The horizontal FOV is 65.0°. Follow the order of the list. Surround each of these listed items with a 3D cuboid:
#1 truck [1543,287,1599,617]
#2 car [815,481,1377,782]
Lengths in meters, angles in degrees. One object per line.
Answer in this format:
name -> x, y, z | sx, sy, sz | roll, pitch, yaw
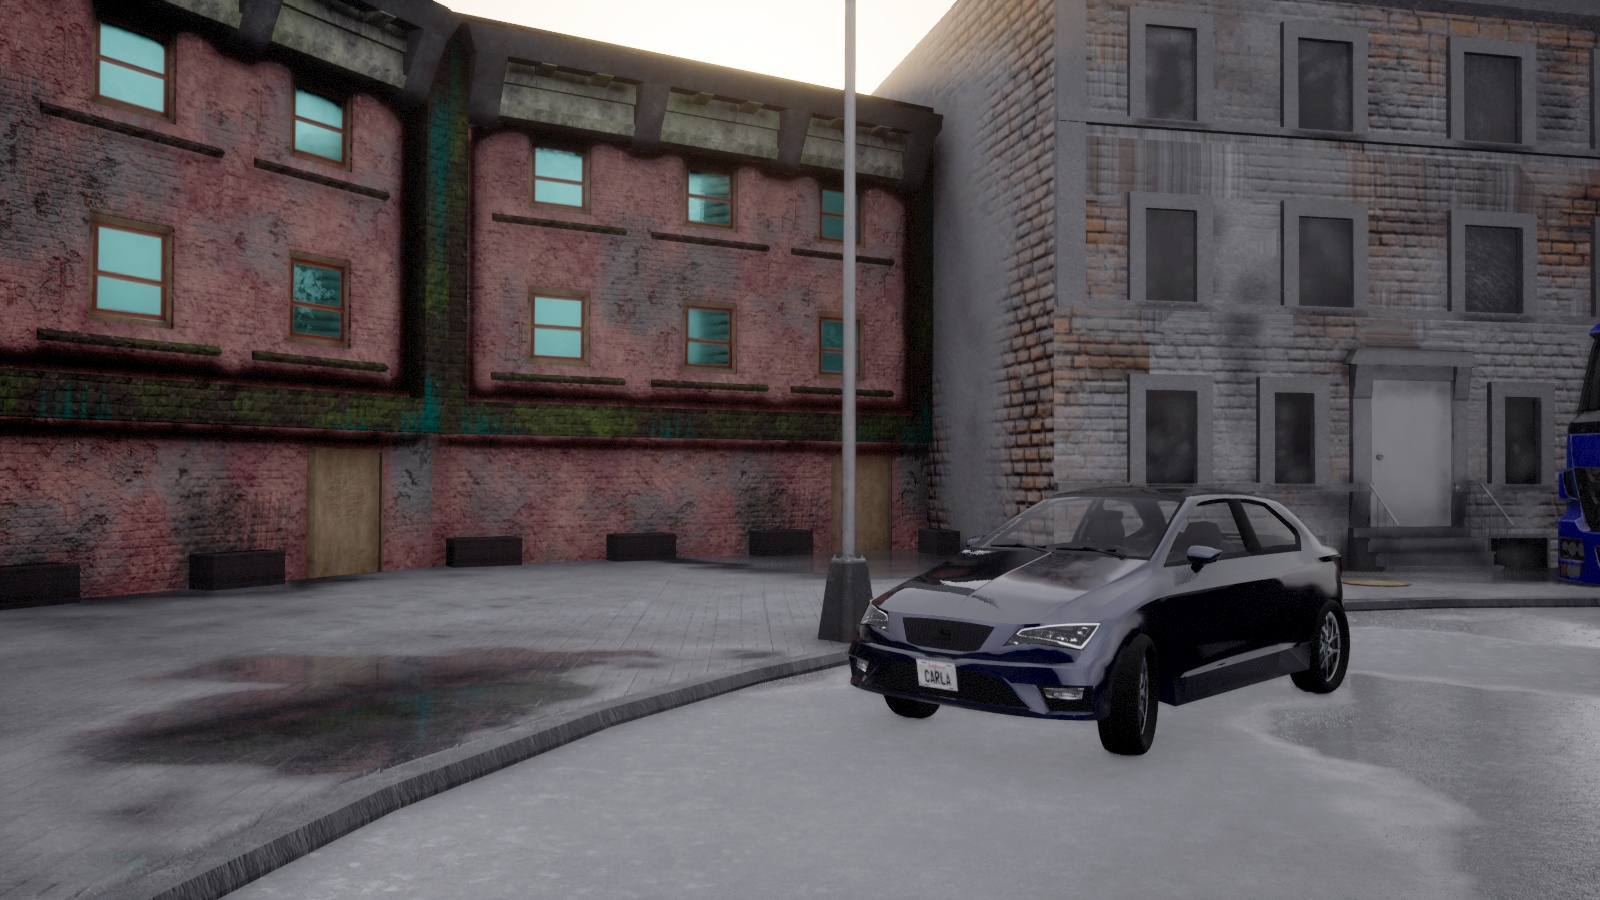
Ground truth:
truck -> 12.379, -0.002, 12.812 | 7.936, 3.462, 2.891 | 0, -1, -3
car -> 2.194, 0.963, 8.457 | 1.816, 1.474, 4.193 | -1, -1, 43
